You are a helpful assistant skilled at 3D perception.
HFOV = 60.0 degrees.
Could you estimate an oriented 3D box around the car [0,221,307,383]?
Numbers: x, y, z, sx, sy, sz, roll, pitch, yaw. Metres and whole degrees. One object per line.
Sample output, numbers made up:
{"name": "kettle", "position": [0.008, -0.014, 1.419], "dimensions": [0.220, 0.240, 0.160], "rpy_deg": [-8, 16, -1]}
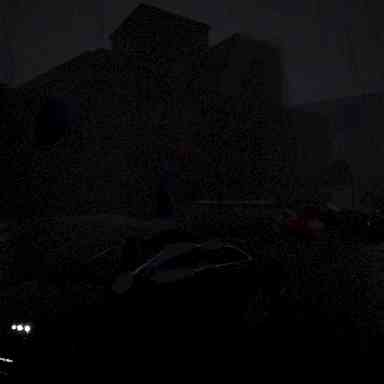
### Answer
{"name": "car", "position": [-0.585, 1.489, 5.423], "dimensions": [4.902, 1.511, 2.128], "rpy_deg": [0, 0, -36]}

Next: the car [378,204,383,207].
{"name": "car", "position": [14.188, 1.879, 23.767], "dimensions": [4.553, 1.767, 2.185], "rpy_deg": [0, -2, 34]}

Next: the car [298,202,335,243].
{"name": "car", "position": [4.434, 1.525, 16.803], "dimensions": [4.553, 1.767, 2.185], "rpy_deg": [0, -2, 34]}

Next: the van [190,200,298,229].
{"name": "van", "position": [2.131, 1.355, 14.972], "dimensions": [4.442, 1.987, 1.878], "rpy_deg": [0, -1, 34]}

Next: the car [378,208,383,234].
{"name": "car", "position": [9.287, 1.845, 20.293], "dimensions": [4.792, 1.488, 2.163], "rpy_deg": [0, -2, 34]}

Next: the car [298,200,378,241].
{"name": "car", "position": [6.917, 1.480, 18.529], "dimensions": [5.566, 2.045, 2.435], "rpy_deg": [0, -2, 34]}
